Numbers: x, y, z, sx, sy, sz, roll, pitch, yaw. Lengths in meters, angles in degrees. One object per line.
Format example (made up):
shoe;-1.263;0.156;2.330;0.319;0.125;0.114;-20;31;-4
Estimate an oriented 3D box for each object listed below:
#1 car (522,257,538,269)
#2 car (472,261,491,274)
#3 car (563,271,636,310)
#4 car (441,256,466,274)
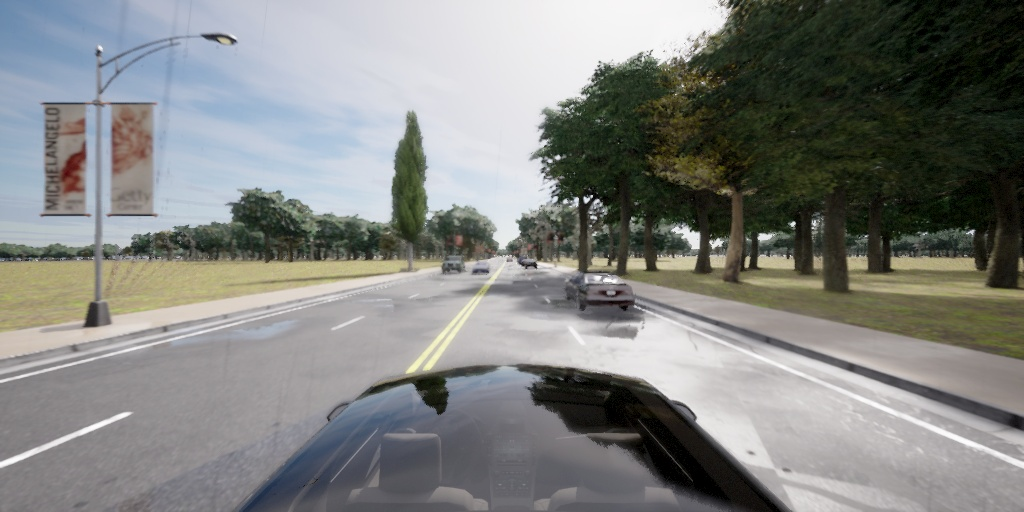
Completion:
car;3.073;1.291;57.666;1.837;1.490;4.892;0;0;0
car;-3.426;1.315;40.962;2.033;1.411;5.357;0;0;0
car;3.337;1.297;14.614;2.033;1.411;5.357;0;0;0
car;-6.675;0.992;41.547;2.150;2.045;5.566;0;0;0
